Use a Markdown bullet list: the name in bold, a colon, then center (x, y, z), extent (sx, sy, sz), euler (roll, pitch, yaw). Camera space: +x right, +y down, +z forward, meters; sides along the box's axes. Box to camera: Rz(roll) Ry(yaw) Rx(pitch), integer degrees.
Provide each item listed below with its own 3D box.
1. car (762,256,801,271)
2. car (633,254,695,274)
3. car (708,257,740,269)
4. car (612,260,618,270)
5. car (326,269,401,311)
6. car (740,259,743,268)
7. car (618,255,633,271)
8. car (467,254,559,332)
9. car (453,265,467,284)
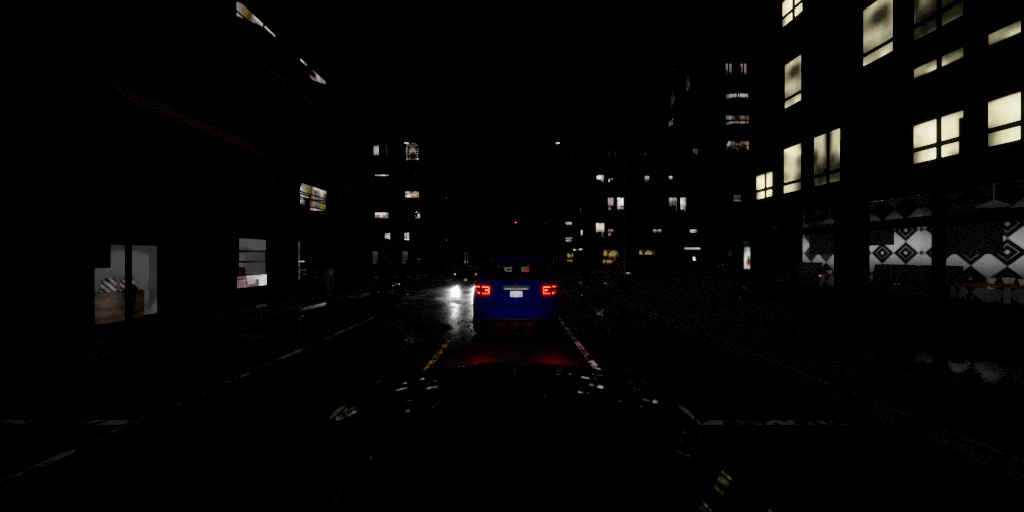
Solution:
- **car**: center (25.815, 0.822, 34.451), extent (4.313, 1.339, 1.948), euler (0, 0, 0)
- **car**: center (14.721, 0.778, 34.358), extent (5.009, 1.841, 2.192), euler (0, 0, 0)
- **car**: center (25.681, 0.824, 42.831), extent (4.207, 1.307, 1.802), euler (0, 0, 0)
- **car**: center (14.589, 0.764, 42.737), extent (5.009, 1.841, 2.192), euler (0, 0, 0)
- **car**: center (-5.736, 1.332, 14.384), extent (1.802, 1.307, 4.207), euler (0, 0, 0)
- **car**: center (29.192, 0.728, 40.269), extent (5.357, 1.411, 2.033), euler (-1, 0, 0)
- **car**: center (14.969, 0.925, 40.150), extent (5.008, 1.535, 1.882), euler (-1, 0, -1)
- **car**: center (0.101, 0.971, 10.979), extent (2.150, 2.045, 5.566), euler (0, 0, 0)
- **car**: center (-3.173, 1.357, 26.974), extent (1.895, 1.301, 4.718), euler (0, 0, 2)
